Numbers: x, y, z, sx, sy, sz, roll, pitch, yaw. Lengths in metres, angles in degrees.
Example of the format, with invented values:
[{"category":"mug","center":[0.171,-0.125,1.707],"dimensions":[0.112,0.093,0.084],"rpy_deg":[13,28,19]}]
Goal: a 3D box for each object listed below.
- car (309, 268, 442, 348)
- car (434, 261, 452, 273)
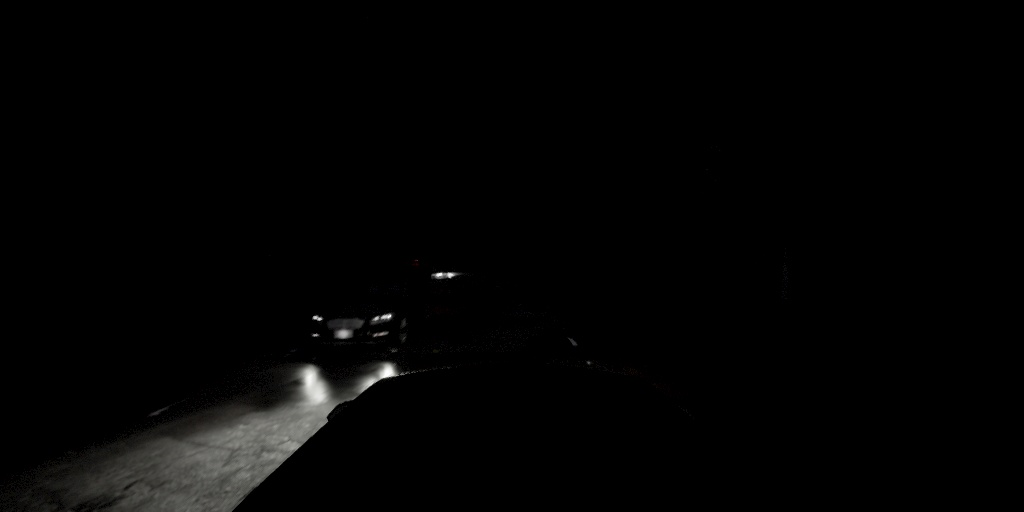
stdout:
[{"category":"car","center":[-3.342,1.234,9.312],"dimensions":[2.128,1.511,4.902],"rpy_deg":[0,0,-3]},{"category":"car","center":[-9.734,1.721,51.656],"dimensions":[1.895,1.301,4.718],"rpy_deg":[-1,0,-14]}]
